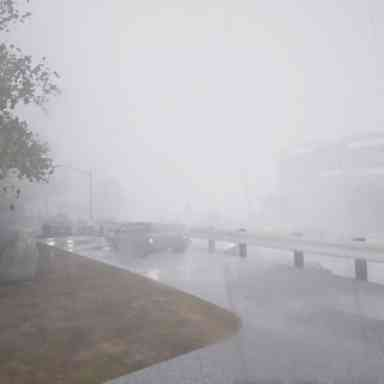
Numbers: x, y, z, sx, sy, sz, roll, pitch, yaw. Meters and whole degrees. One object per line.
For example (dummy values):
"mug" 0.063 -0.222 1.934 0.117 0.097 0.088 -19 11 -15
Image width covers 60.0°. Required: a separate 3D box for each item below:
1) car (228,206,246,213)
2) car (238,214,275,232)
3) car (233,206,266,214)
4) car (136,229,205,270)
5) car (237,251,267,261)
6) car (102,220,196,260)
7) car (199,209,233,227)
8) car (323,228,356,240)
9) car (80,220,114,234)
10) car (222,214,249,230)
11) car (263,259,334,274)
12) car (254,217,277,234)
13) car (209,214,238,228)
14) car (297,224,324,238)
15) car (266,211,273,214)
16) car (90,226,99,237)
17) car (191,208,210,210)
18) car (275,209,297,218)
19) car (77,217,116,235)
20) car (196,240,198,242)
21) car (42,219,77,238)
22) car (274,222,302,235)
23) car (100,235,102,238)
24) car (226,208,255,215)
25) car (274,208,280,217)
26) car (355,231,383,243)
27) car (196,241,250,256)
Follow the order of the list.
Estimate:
"car" 12.569 4.967 93.424 4.553 1.767 2.185 -1 -2 35
"car" 8.194 4.183 42.102 2.185 1.767 4.553 0 0 36
"car" 12.160 4.640 71.031 5.566 2.045 2.435 1 0 36
"car" -1.528 4.341 26.164 2.435 2.045 5.566 -1 1 36
"car" 3.535 4.598 18.617 2.231 1.521 4.892 0 1 36
"car" -2.067 2.004 14.377 1.895 1.301 4.718 -1 -3 -34
"car" 3.235 4.054 49.473 2.435 2.045 5.566 0 0 36
"car" 14.765 4.313 32.257 2.097 1.535 5.008 0 0 36
"car" -9.967 4.589 38.684 2.231 1.521 4.892 -1 1 36
"car" 6.529 4.309 44.538 2.231 1.521 4.892 0 0 36
"car" 5.221 4.346 16.127 2.435 2.045 5.566 -1 1 36
"car" 9.721 4.307 39.468 1.946 1.575 5.366 0 0 36
"car" 4.876 4.346 46.990 2.002 1.452 4.674 0 0 36
"car" 13.134 4.342 34.735 2.163 1.488 4.792 0 0 36
"car" 14.616 4.980 72.747 4.674 1.452 2.002 1 1 36
"car" -8.259 4.462 36.200 2.185 1.767 4.553 0 1 36
"car" 1.422 4.906 85.696 4.892 1.521 2.231 -1 -2 35
"car" 22.058 4.940 77.889 4.553 1.767 2.185 1 0 35
"car" -11.660 4.336 41.166 2.435 2.045 5.566 0 1 36
"car" 0.167 4.623 23.660 2.163 1.488 4.792 -1 1 36
"car" -11.978 3.158 29.316 1.837 1.490 4.892 -1 -4 -34
"car" 11.471 4.312 37.171 2.231 1.521 4.892 0 0 36
"car" -6.615 4.465 33.644 2.185 1.767 4.553 -1 1 36
"car" 9.788 4.835 69.226 5.366 1.575 1.946 1 0 36
"car" 17.114 4.984 74.455 5.008 1.535 2.097 1 1 36
"car" 16.523 4.311 29.949 1.946 1.575 5.366 0 0 36
"car" 1.809 4.345 21.097 2.435 2.045 5.566 0 1 36
